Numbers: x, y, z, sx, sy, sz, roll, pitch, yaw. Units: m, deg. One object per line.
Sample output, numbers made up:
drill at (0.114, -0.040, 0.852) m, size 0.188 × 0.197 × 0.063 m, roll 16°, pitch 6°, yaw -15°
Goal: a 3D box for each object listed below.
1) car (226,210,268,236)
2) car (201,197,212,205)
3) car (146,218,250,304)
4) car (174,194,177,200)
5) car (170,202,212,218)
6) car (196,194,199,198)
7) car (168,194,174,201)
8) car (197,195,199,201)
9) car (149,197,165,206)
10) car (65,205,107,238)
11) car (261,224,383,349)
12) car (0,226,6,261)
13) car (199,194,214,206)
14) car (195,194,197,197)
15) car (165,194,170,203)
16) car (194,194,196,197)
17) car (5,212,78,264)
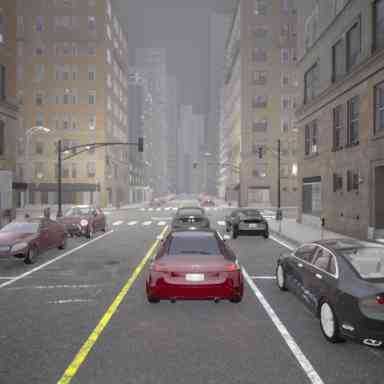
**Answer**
car at (2.768, 1.566, 17.233) m, size 1.947 × 1.339 × 4.313 m, roll 0°, pitch 0°, yaw 0°
car at (2.584, 1.568, 59.902) m, size 1.752 × 1.417 × 4.829 m, roll 0°, pitch 0°, yaw 0°
car at (0.039, 1.563, 8.228) m, size 1.994 × 1.385 × 4.181 m, roll 0°, pitch 0°, yaw -1°
car at (-6.055, 1.452, 92.151) m, size 2.192 × 1.841 × 5.009 m, roll 0°, pitch 0°, yaw 0°
car at (-0.052, 1.505, 17.141) m, size 1.837 × 1.490 × 4.892 m, roll 0°, pitch 0°, yaw 0°
car at (2.528, 1.520, 75.959) m, size 1.967 × 1.590 × 4.097 m, roll 0°, pitch 0°, yaw 0°
car at (-6.015, 1.622, 81.163) m, size 1.752 × 1.417 × 4.829 m, roll 0°, pitch 0°, yaw 0°
car at (2.567, 1.603, 65.141) m, size 2.008 × 1.369 × 4.403 m, roll 0°, pitch 0°, yaw 0°
car at (-5.921, 1.615, 54.291) m, size 1.802 × 1.307 × 4.206 m, roll 0°, pitch 0°, yaw 0°
car at (-5.758, 1.440, 17.188) m, size 1.967 × 1.590 × 4.097 m, roll 0°, pitch 0°, yaw 0°
car at (2.826, 1.550, 6.231) m, size 2.008 × 1.369 × 4.403 m, roll 0°, pitch 0°, yaw 0°
car at (-5.699, 1.565, 6.185) m, size 1.947 × 1.339 × 4.313 m, roll 0°, pitch 0°, yaw 0°
car at (2.604, 1.473, 54.323) m, size 1.967 × 1.590 × 4.097 m, roll 0°, pitch 0°, yaw 0°
car at (2.489, 1.556, 86.777) m, size 1.967 × 1.590 × 4.097 m, roll 0°, pitch 0°, yaw 0°
car at (-5.958, 1.603, 65.107) m, size 2.008 × 1.369 × 4.403 m, roll 0°, pitch 0°, yaw 0°
car at (2.469, 1.452, 92.186) m, size 2.192 × 1.841 × 5.009 m, roll 0°, pitch 0°, yaw 0°
car at (-5.728, 1.582, 11.687) m, size 1.802 × 1.307 × 4.206 m, roll 0°, pitch 0°, yaw 0°
